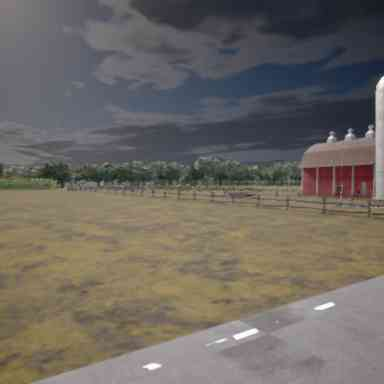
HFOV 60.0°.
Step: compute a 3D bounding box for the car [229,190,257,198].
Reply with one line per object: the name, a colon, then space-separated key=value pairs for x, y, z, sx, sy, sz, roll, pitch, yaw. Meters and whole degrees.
car: x=8.702 y=0.353 z=56.965 sx=2.033 sy=1.411 sz=5.357 roll=0 pitch=2 yaw=-35
